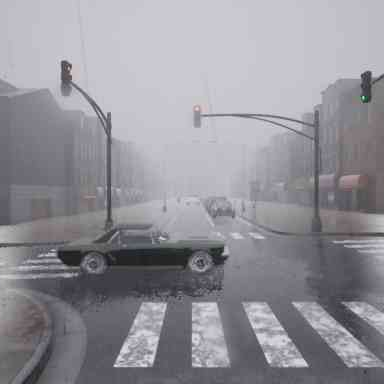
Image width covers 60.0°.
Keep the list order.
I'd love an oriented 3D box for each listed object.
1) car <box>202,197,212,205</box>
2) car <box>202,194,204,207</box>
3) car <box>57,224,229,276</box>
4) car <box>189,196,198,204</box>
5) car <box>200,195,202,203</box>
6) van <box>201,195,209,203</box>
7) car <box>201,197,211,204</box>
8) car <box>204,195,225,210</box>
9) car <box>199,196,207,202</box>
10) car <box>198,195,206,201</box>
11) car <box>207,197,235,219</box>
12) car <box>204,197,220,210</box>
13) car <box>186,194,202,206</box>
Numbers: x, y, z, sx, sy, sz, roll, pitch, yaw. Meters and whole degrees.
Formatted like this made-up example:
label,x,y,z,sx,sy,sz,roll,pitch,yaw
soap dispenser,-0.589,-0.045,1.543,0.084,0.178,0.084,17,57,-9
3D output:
label,x,y,z,sx,sy,sz,roll,pitch,yaw
car,2.754,1.647,62.234,1.752,1.417,4.829,-1,0,0
car,2.709,1.369,40.456,2.192,1.841,5.009,-1,0,0
car,-1.302,1.623,9.853,4.718,1.301,1.895,-1,0,0
car,0.239,1.654,69.618,1.837,1.490,4.892,0,0,0
car,2.731,1.525,51.260,1.967,1.590,4.097,-1,0,0
van,2.773,1.504,72.870,1.690,1.788,3.998,-1,0,0
car,2.765,1.668,67.636,1.752,1.417,4.829,-1,0,0
car,2.698,1.356,35.053,2.192,1.841,5.009,-1,0,0
car,2.797,1.792,83.673,1.802,1.307,4.206,-1,0,0
car,2.817,1.702,94.479,1.967,1.590,4.097,-1,0,0
car,2.688,1.470,29.651,1.967,1.590,4.097,-1,0,0
car,2.721,1.509,45.857,1.967,1.590,4.097,-1,0,0
car,0.221,1.334,59.447,2.150,2.045,5.566,0,0,-1
